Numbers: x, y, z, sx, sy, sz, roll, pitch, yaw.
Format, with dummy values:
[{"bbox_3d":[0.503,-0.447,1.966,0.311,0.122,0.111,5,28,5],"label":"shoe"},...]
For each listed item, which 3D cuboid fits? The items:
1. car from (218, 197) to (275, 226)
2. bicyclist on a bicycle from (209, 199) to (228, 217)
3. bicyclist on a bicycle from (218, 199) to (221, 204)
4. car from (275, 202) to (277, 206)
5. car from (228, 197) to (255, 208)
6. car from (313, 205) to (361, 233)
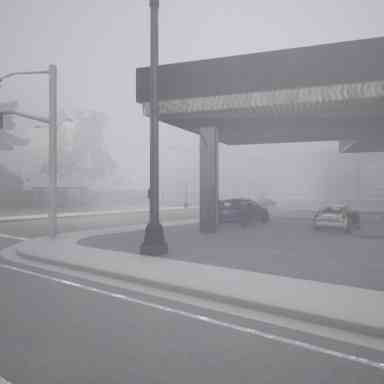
[{"bbox_3d":[3.376,1.295,22.064,2.242,1.667,4.611,0,0,37],"label":"car"},{"bbox_3d":[2.456,1.453,30.454,1.656,1.620,0.582,0,0,18],"label":"bicyclist on a bicycle"},{"bbox_3d":[2.495,1.387,29.719,0.582,1.620,1.656,0,-9,-36],"label":"bicyclist on a bicycle"},{"bbox_3d":[10.459,1.547,48.004,2.033,1.411,5.357,0,0,37],"label":"car"},{"bbox_3d":[7.471,1.505,49.853,1.837,1.490,4.892,0,0,36],"label":"car"},{"bbox_3d":[8.450,1.456,19.265,1.970,1.475,3.806,0,0,37],"label":"car"}]
